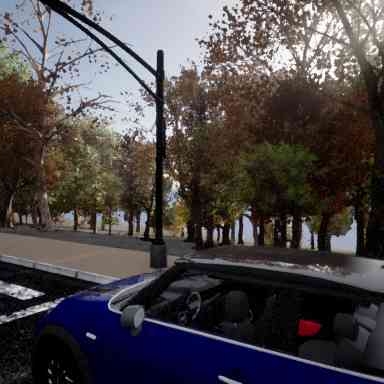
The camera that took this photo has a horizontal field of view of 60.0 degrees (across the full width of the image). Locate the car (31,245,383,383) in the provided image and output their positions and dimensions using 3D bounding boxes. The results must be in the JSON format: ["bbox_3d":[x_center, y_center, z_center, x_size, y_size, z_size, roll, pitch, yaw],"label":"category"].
[{"bbox_3d":[0.409,1.352,3.364,4.553,1.767,2.097,0,0,34],"label":"car"}]
